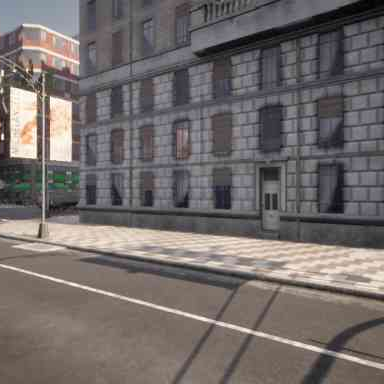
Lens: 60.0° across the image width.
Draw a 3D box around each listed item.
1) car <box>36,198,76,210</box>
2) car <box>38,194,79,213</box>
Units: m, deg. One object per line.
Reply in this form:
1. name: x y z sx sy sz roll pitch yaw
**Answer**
1. car: -18.065 1.522 44.377 1.812 1.442 4.674 0 0 36
2. car: -13.952 1.218 37.830 2.150 2.045 5.566 0 0 36
